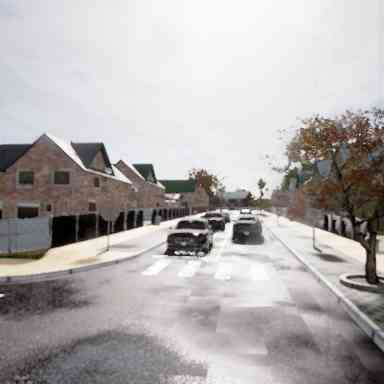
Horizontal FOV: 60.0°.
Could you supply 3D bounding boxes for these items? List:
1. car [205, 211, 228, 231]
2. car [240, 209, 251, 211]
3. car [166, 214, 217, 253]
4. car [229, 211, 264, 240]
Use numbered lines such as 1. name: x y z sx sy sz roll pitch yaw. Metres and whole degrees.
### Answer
1. car: 1.854 2.453 28.735 1.882 1.535 5.008 0 -2 9
2. car: 8.528 3.423 52.919 1.994 1.385 4.181 0 -2 9
3. car: 0.013 2.080 16.694 1.837 1.490 4.892 0 -2 9
4. car: 3.714 2.289 22.279 1.837 1.490 4.892 0 -2 10
